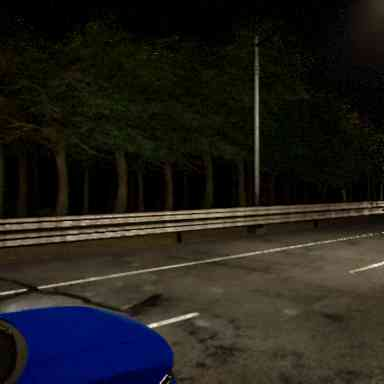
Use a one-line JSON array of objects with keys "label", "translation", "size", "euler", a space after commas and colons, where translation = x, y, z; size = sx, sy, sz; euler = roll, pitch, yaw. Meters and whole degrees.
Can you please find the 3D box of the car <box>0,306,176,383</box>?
[{"label": "car", "translation": [-2.414, 1.483, 2.024], "size": [5.008, 1.535, 1.882], "euler": [0, 0, -35]}]
